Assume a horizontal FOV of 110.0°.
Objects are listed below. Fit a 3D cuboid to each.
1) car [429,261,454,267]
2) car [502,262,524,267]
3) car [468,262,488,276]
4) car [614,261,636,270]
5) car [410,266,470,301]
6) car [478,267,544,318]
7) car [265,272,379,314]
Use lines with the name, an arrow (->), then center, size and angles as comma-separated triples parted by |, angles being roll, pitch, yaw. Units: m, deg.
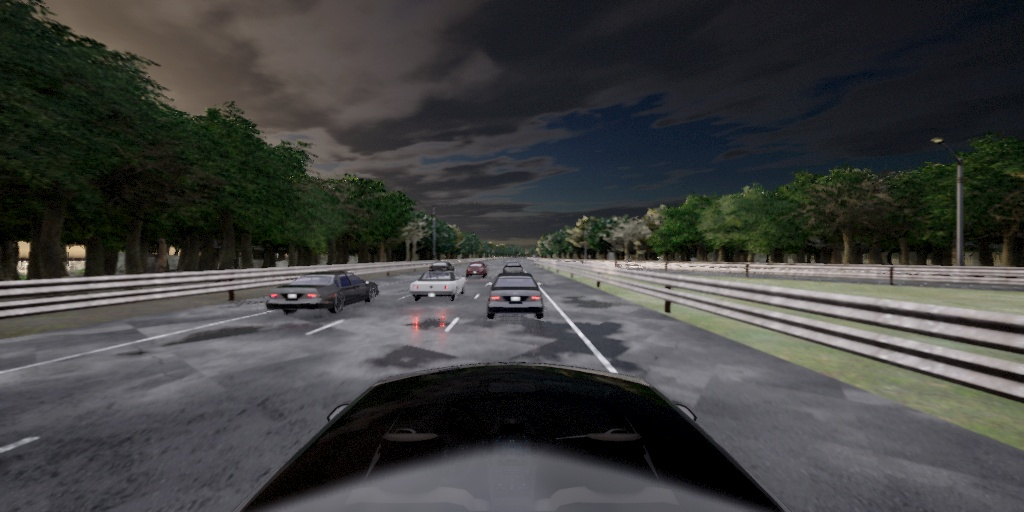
car -> -6.889, 1.265, 35.543 | 1.882, 1.535, 5.008 | 0, 0, 0
car -> 0.112, 1.275, 33.851 | 2.128, 1.511, 4.902 | 0, 0, 0
car -> -3.388, 1.312, 35.097 | 1.812, 1.442, 4.674 | 0, 0, 0
car -> 18.941, 1.509, 60.010 | 1.812, 1.442, 4.674 | 0, 0, -18
car -> -3.401, 1.360, 17.398 | 1.895, 1.301, 4.718 | 0, 0, 0
car -> 0.104, 1.302, 13.018 | 2.033, 1.411, 5.357 | 0, 0, 0
car -> -6.897, 1.304, 13.752 | 2.033, 1.411, 5.357 | 0, 0, 0
